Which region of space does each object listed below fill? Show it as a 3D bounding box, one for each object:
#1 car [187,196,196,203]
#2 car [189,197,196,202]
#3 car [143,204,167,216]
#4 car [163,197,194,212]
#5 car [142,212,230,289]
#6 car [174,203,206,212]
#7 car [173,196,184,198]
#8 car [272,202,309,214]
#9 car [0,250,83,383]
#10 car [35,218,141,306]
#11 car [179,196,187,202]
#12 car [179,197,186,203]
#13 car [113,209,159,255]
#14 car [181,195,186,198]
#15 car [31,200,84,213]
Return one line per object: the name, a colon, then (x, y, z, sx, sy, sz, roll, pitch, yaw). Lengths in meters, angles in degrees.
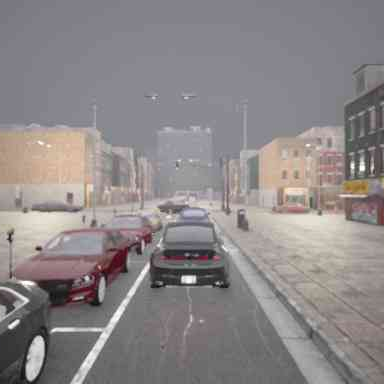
car: (0.052, 2.015, 81.751, 1.812, 1.442, 4.674, 0, 0, 0)
car: (0.059, 2.068, 91.996, 1.837, 1.490, 4.892, 0, 0, 0)
car: (-2.622, 1.611, 18.950, 1.752, 1.417, 4.829, 0, 0, 0)
car: (-2.088, 1.648, 35.434, 1.882, 1.535, 5.008, 1, 0, -30)
car: (-0.038, 1.545, 9.251, 1.837, 1.490, 4.892, 0, 0, 1)
car: (0.104, 1.613, 19.414, 1.812, 1.442, 4.674, 0, 0, 0)
car: (-2.602, 1.797, 50.907, 1.752, 1.417, 4.829, 0, 0, 0)
car: (11.598, 1.907, 39.302, 4.181, 1.385, 1.994, 1, -1, 1)
car: (-2.632, 1.562, 2.638, 2.008, 1.369, 4.403, 0, 0, 0)
car: (-2.629, 1.579, 8.131, 1.887, 1.381, 4.507, 0, 0, 0)
car: (-2.574, 2.027, 94.629, 1.967, 1.590, 4.097, 0, 0, 0)
car: (-2.578, 2.091, 89.184, 1.887, 1.381, 4.507, 0, 0, 0)
car: (-2.625, 1.604, 13.626, 1.887, 1.381, 4.507, 0, 0, 0)
car: (-2.598, 1.623, 56.521, 2.192, 1.841, 5.009, 0, 0, 0)
car: (-14.630, 1.624, 36.249, 5.357, 1.411, 2.033, 0, -1, 2)
